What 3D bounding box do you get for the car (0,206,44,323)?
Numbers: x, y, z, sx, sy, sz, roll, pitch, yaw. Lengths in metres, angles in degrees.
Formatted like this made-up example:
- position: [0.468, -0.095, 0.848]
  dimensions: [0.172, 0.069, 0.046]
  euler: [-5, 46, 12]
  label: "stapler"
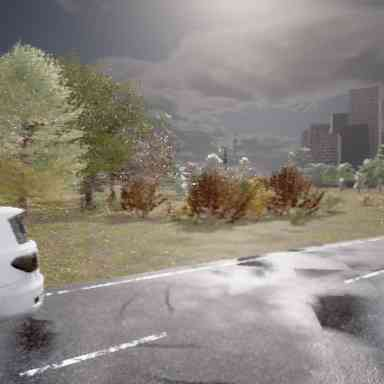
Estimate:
- position: [-4.896, 1.221, 4.184]
  dimensions: [5.566, 2.045, 2.150]
  euler: [0, 0, -36]
  label: "car"
